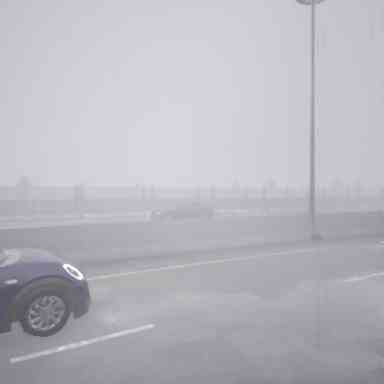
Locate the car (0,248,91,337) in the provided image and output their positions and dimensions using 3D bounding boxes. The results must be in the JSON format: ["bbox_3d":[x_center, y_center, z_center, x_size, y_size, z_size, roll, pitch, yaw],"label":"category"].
[{"bbox_3d":[-3.947,1.320,5.064,4.553,1.767,2.097,0,0,-36],"label":"car"}]

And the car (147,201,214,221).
[{"bbox_3d":[-0.770,1.394,23.668,4.902,1.511,2.128,0,0,-28],"label":"car"}]
